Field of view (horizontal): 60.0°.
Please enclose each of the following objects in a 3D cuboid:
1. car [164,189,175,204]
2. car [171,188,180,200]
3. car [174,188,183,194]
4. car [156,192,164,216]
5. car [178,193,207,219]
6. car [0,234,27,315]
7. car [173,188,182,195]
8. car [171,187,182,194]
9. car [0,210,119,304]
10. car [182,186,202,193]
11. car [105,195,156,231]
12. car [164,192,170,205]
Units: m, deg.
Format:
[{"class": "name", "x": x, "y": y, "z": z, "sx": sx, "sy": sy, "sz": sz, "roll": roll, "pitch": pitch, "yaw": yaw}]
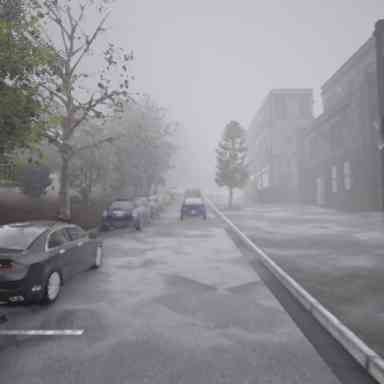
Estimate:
[{"class": "car", "x": -3.642, "y": 0.793, "z": 41.791, "sx": 1.946, "sy": 1.575, "sz": 5.366, "roll": 0, "pitch": 1, "yaw": 2}, {"class": "car", "x": -3.647, "y": 0.588, "z": 52.776, "sx": 2.163, "sy": 1.488, "sz": 4.792, "roll": 0, "pitch": 1, "yaw": 2}, {"class": "car", "x": -3.644, "y": -0.302, "z": 91.725, "sx": 2.097, "sy": 1.535, "sz": 5.008, "roll": 0, "pitch": 1, "yaw": 2}, {"class": "car", "x": -3.652, "y": 1.025, "z": 24.862, "sx": 2.185, "sy": 1.767, "sz": 4.553, "roll": 0, "pitch": 1, "yaw": 2}, {"class": "car", "x": 0.104, "y": 1.141, "z": 25.221, "sx": 1.882, "sy": 1.535, "sz": 5.008, "roll": 0, "pitch": 2, "yaw": 0}, {"class": "car", "x": -3.630, "y": 1.467, "z": 2.419, "sx": 1.946, "sy": 1.575, "sz": 5.366, "roll": 1, "pitch": 0, "yaw": 2}, {"class": "car", "x": -3.637, "y": -0.188, "z": 86.346, "sx": 1.946, "sy": 1.575, "sz": 5.366, "roll": 0, "pitch": 1, "yaw": 2}, {"class": "car", "x": -3.646, "y": 0.189, "z": 69.449, "sx": 2.097, "sy": 1.535, "sz": 5.008, "roll": 0, "pitch": 1, "yaw": 2}, {"class": "car", "x": -3.633, "y": 1.451, "z": 8.159, "sx": 2.231, "sy": 1.521, "sz": 4.892, "roll": 1, "pitch": 1, "yaw": 2}, {"class": "car", "x": 0.107, "y": 0.513, "z": 43.044, "sx": 2.150, "sy": 2.045, "sz": 5.566, "roll": 0, "pitch": 2, "yaw": 0}, {"class": "car", "x": -3.652, "y": 1.139, "z": 19.293, "sx": 2.185, "sy": 1.767, "sz": 4.553, "roll": 0, "pitch": 1, "yaw": 2}, {"class": "car", "x": -3.650, "y": 1.036, "z": 30.460, "sx": 2.231, "sy": 1.521, "sz": 4.892, "roll": 0, "pitch": 1, "yaw": 2}]
